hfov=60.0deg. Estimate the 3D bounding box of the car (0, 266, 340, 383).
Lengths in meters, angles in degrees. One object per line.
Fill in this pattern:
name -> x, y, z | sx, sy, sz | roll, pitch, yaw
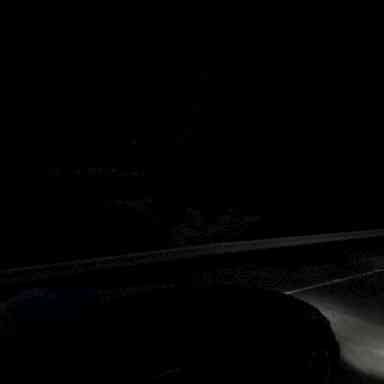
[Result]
car -> -0.462, 1.528, 3.348 | 4.674, 1.442, 1.812 | 0, 0, -35
